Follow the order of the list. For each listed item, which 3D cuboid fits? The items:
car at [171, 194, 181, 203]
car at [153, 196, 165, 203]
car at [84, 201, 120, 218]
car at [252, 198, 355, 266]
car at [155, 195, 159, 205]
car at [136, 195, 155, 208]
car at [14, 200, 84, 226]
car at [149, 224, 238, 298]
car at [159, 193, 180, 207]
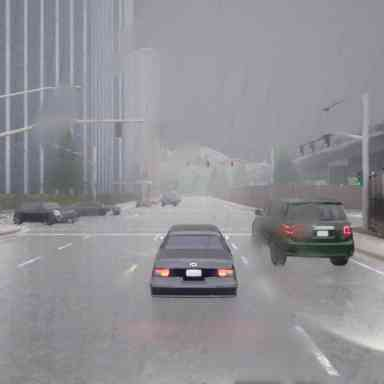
[{"bbox_3d":[-3.475,1.355,72.598,2.097,1.767,4.553,0,0,0],"label":"car"},{"bbox_3d":[-6.976,1.525,70.244,2.128,1.511,4.902,0,0,0],"label":"car"},{"bbox_3d":[-8.903,1.538,29.674,4.892,1.490,1.837,-1,1,-16],"label":"car"},{"bbox_3d":[3.575,1.221,11.716,2.150,2.045,5.566,0,0,1],"label":"car"},{"bbox_3d":[-7.059,1.353,58.135,2.097,1.767,4.553,0,0,0],"label":"car"},{"bbox_3d":[-7.075,1.504,48.942,1.837,1.490,4.892,0,0,0],"label":"car"},{"bbox_3d":[-10.243,1.390,23.365,4.553,1.767,2.097,0,0,25],"label":"car"},{"bbox_3d":[0.058,1.547,8.683,2.033,1.411,5.357,0,0,1],"label":"car"},{"bbox_3d":[-3.570,1.221,52.869,2.150,2.045,5.566,0,0,0],"label":"car"}]
